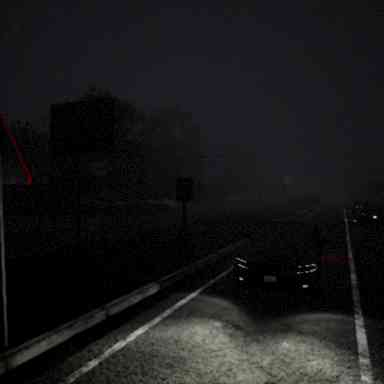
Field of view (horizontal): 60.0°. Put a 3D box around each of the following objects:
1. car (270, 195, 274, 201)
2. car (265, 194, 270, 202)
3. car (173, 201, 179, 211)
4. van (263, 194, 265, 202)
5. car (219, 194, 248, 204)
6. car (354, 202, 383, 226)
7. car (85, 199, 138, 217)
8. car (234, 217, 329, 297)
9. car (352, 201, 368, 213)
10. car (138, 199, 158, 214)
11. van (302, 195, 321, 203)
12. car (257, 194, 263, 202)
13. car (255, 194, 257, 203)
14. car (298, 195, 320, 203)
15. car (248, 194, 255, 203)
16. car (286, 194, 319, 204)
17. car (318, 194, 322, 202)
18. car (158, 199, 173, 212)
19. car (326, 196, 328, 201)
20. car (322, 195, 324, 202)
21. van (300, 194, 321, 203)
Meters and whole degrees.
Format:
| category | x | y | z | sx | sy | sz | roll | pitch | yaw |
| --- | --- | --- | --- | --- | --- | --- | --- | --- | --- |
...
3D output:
| category | x | y | z | sx | sy | sz | roll | pitch | yaw |
| --- | --- | --- | --- | --- | --- | --- | --- | --- | --- |
| car | 18.430 | 1.842 | 88.866 | 5.366 | 1.575 | 1.946 | 0 | -1 | 24 |
| car | 17.117 | 1.849 | 86.402 | 4.674 | 1.452 | 2.002 | 0 | -1 | 24 |
| car | -3.829 | 1.535 | 40.166 | 4.674 | 1.452 | 2.002 | 0 | 0 | 24 |
| van | 14.718 | 1.512 | 81.376 | 4.442 | 1.987 | 1.878 | 0 | -1 | 24 |
| car | 7.937 | 1.587 | 66.108 | 5.008 | 1.535 | 2.097 | 0 | 0 | 24 |
| car | 13.038 | 1.648 | 24.008 | 1.994 | 1.385 | 4.181 | 0 | 0 | 25 |
| car | -7.833 | 1.505 | 31.333 | 4.674 | 1.452 | 2.002 | 0 | 0 | 24 |
| car | 2.610 | 1.502 | 9.040 | 1.882 | 1.535 | 5.008 | 0 | 0 | 24 |
| car | 19.061 | 1.670 | 37.319 | 2.033 | 1.411 | 5.357 | 0 | 0 | 25 |
| car | -6.477 | 1.476 | 34.316 | 4.892 | 1.521 | 2.231 | 0 | 0 | 24 |
| van | 30.121 | 1.656 | 83.706 | 4.442 | 1.987 | 1.878 | 0 | -1 | 24 |
| car | 13.706 | 1.581 | 78.781 | 4.553 | 1.767 | 2.185 | 0 | -1 | 24 |
| car | 11.379 | 1.689 | 73.721 | 4.674 | 1.452 | 2.002 | 0 | 0 | 24 |
| car | 26.794 | 1.650 | 75.978 | 4.553 | 1.767 | 2.185 | 0 | -1 | 24 |
| car | 10.226 | 1.624 | 71.184 | 5.008 | 1.535 | 2.097 | 0 | 0 | 24 |
| car | 20.992 | 1.643 | 63.224 | 4.892 | 1.521 | 2.231 | 0 | 0 | 24 |
| car | 22.118 | 1.411 | 65.791 | 5.566 | 2.045 | 2.435 | 0 | 0 | 24 |
| car | -5.136 | 1.485 | 37.302 | 5.008 | 1.535 | 2.097 | 0 | 0 | 24 |
| car | 32.506 | 1.702 | 88.781 | 5.566 | 2.045 | 2.435 | 0 | -1 | 24 |
| car | 25.587 | 1.493 | 73.452 | 5.566 | 2.045 | 2.435 | 0 | -1 | 24 |
| van | 28.026 | 1.586 | 78.500 | 4.442 | 1.987 | 1.878 | 0 | -1 | 24 |
